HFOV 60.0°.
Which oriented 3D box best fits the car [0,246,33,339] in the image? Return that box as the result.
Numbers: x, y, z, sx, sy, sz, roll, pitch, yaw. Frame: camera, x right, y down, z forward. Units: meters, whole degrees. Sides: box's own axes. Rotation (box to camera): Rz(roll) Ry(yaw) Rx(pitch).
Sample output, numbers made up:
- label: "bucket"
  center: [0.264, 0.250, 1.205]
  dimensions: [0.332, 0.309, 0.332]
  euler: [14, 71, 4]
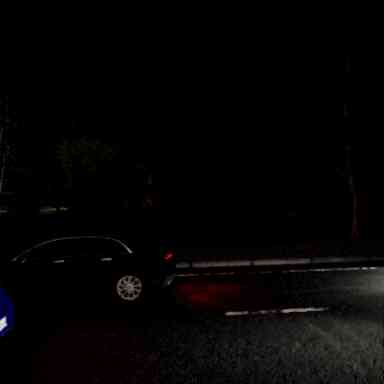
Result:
- label: "car"
  center: [-4.890, 1.673, 4.336]
  dimensions: [4.674, 1.442, 1.812]
  euler: [-1, -1, -5]

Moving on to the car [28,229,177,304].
- label: "car"
  center: [-2.805, 1.666, 7.787]
  dimensions: [4.892, 1.490, 1.837]
  euler: [-1, -1, -5]
